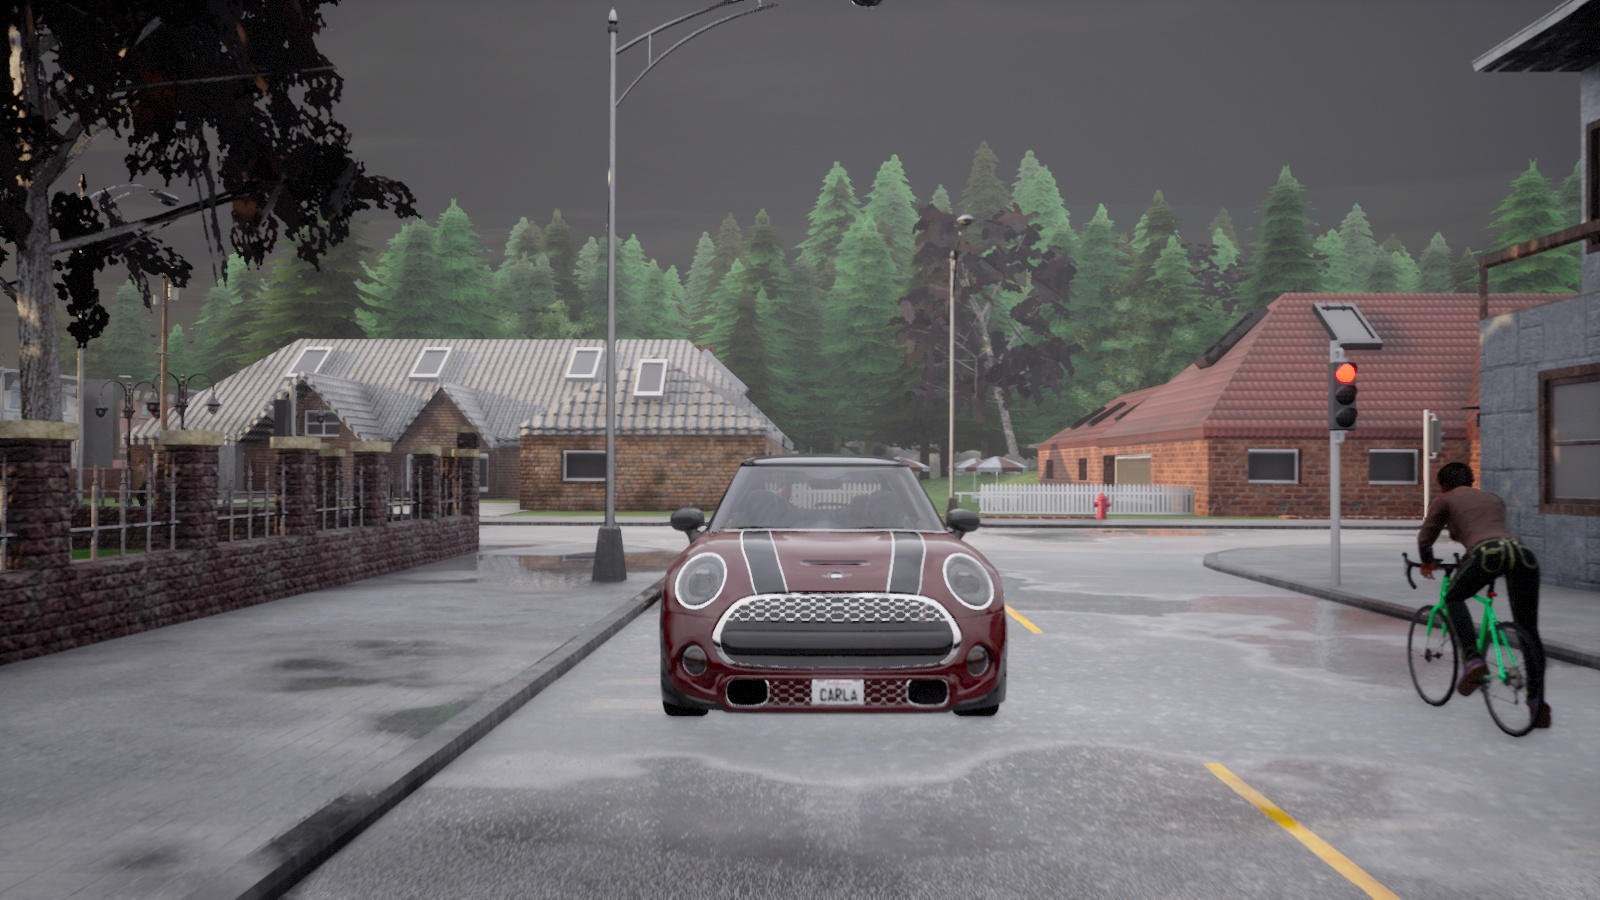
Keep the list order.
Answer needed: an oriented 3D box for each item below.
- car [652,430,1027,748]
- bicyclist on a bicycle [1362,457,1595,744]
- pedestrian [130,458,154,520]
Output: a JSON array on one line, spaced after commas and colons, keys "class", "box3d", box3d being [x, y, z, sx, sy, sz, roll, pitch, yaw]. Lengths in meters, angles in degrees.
[{"class": "car", "box3d": [0.177, 0.811, 9.319, 2.097, 1.767, 4.553, 0, -1, -1]}, {"class": "bicyclist on a bicycle", "box3d": [4.214, 0.868, 7.947, 0.582, 1.620, 1.656, 0, -1, 1]}, {"class": "pedestrian", "box3d": [-19.737, 1.175, 37.668, 0.634, 1.846, 0.331, 0, -1, -25]}]
